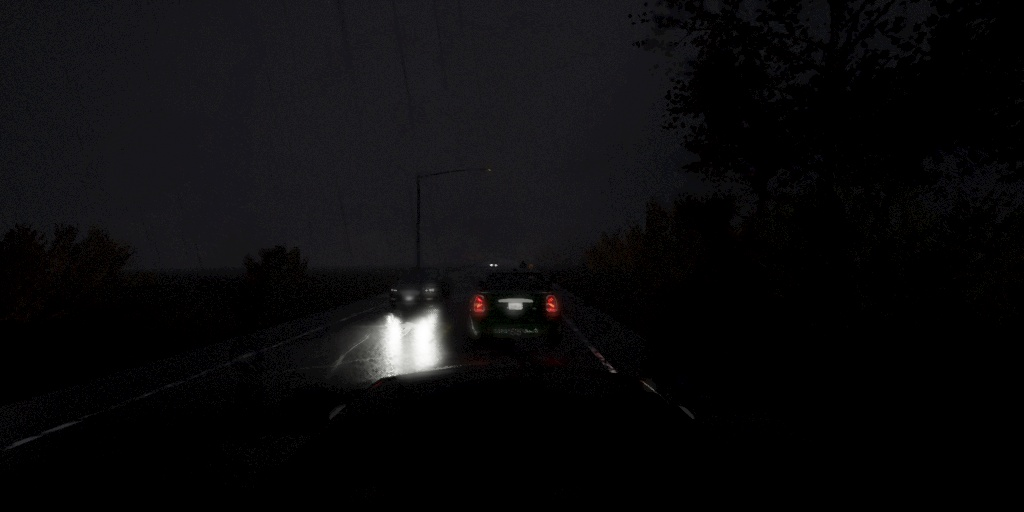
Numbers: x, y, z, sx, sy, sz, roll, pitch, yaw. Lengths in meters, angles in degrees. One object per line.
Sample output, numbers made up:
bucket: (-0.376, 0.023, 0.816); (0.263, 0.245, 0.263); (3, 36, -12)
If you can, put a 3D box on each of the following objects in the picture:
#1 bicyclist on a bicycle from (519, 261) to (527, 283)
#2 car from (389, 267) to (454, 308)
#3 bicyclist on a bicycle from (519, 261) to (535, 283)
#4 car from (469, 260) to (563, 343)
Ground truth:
bicyclist on a bicycle: (0.842, 1.193, 27.290); (0.582, 1.620, 1.656); (0, 0, 0)
car: (-3.650, 1.237, 15.163); (2.128, 1.511, 4.902); (0, 0, 0)
bicyclist on a bicycle: (0.904, 1.181, 17.173); (0.866, 1.612, 1.509); (0, 0, 0)
car: (0.073, 1.099, 9.829); (2.097, 1.767, 4.553); (0, 0, 0)
